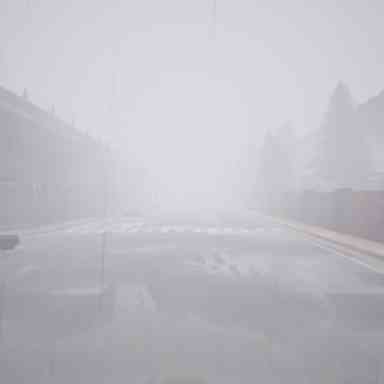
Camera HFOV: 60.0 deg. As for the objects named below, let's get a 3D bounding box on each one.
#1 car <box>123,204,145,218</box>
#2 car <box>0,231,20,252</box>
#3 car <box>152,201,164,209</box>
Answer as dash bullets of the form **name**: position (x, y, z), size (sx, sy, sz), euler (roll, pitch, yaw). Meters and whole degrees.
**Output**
- **car**: position (-6.452, 2.102, 37.299), size (1.812, 1.442, 4.674), euler (0, -1, 0)
- **car**: position (-8.960, 1.835, 11.919), size (4.718, 1.301, 1.895), euler (0, -1, -42)
- **car**: position (-6.453, 2.407, 63.528), size (1.882, 1.535, 5.008), euler (0, -1, 0)
